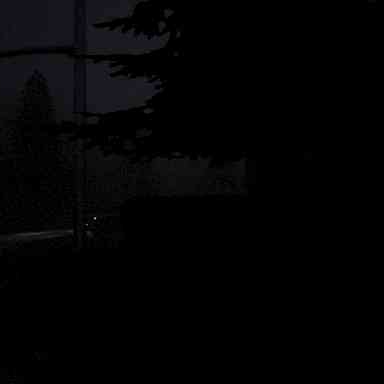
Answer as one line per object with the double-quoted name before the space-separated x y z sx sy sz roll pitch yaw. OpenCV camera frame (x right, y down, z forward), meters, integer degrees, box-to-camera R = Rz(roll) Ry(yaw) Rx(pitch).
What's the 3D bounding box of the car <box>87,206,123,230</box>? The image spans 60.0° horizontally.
"car" -4.909 1.586 21.312 1.895 1.301 4.718 0 0 36
